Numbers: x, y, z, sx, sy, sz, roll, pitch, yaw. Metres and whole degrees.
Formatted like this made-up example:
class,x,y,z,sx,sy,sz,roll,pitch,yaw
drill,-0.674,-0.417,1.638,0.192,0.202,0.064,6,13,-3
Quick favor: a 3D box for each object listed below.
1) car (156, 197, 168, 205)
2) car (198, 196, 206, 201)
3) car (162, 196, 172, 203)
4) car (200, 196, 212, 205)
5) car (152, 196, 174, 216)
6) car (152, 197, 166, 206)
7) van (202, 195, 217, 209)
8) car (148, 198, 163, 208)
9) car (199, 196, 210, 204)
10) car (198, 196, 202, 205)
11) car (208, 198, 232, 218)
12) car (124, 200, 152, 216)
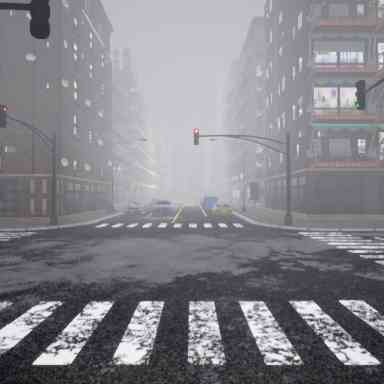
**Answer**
class,x,y,z,sx,sy,sz,roll,pitch,yaw
car,-5.402,1.627,60.985,1.802,1.307,4.206,1,0,0
car,2.443,1.626,83.677,1.887,1.381,4.507,1,0,0
car,-5.420,1.612,72.301,2.008,1.369,4.403,1,0,0
car,2.479,1.485,61.053,1.967,1.590,4.097,1,0,0
car,-2.802,1.502,33.125,1.882,1.535,5.008,0,0,0
car,-5.392,1.563,55.157,1.752,1.417,4.829,1,0,0
van,2.540,1.366,44.087,1.690,1.788,3.998,1,0,0
car,-5.385,1.613,49.670,1.802,1.307,4.206,1,0,0
car,2.469,1.604,66.709,2.008,1.369,4.403,1,0,0
car,2.499,1.346,49.740,2.192,1.841,5.009,1,0,0
car,2.656,1.537,30.253,1.752,1.417,4.829,1,0,0
car,-5.487,1.565,32.696,2.008,1.369,4.403,1,0,0
